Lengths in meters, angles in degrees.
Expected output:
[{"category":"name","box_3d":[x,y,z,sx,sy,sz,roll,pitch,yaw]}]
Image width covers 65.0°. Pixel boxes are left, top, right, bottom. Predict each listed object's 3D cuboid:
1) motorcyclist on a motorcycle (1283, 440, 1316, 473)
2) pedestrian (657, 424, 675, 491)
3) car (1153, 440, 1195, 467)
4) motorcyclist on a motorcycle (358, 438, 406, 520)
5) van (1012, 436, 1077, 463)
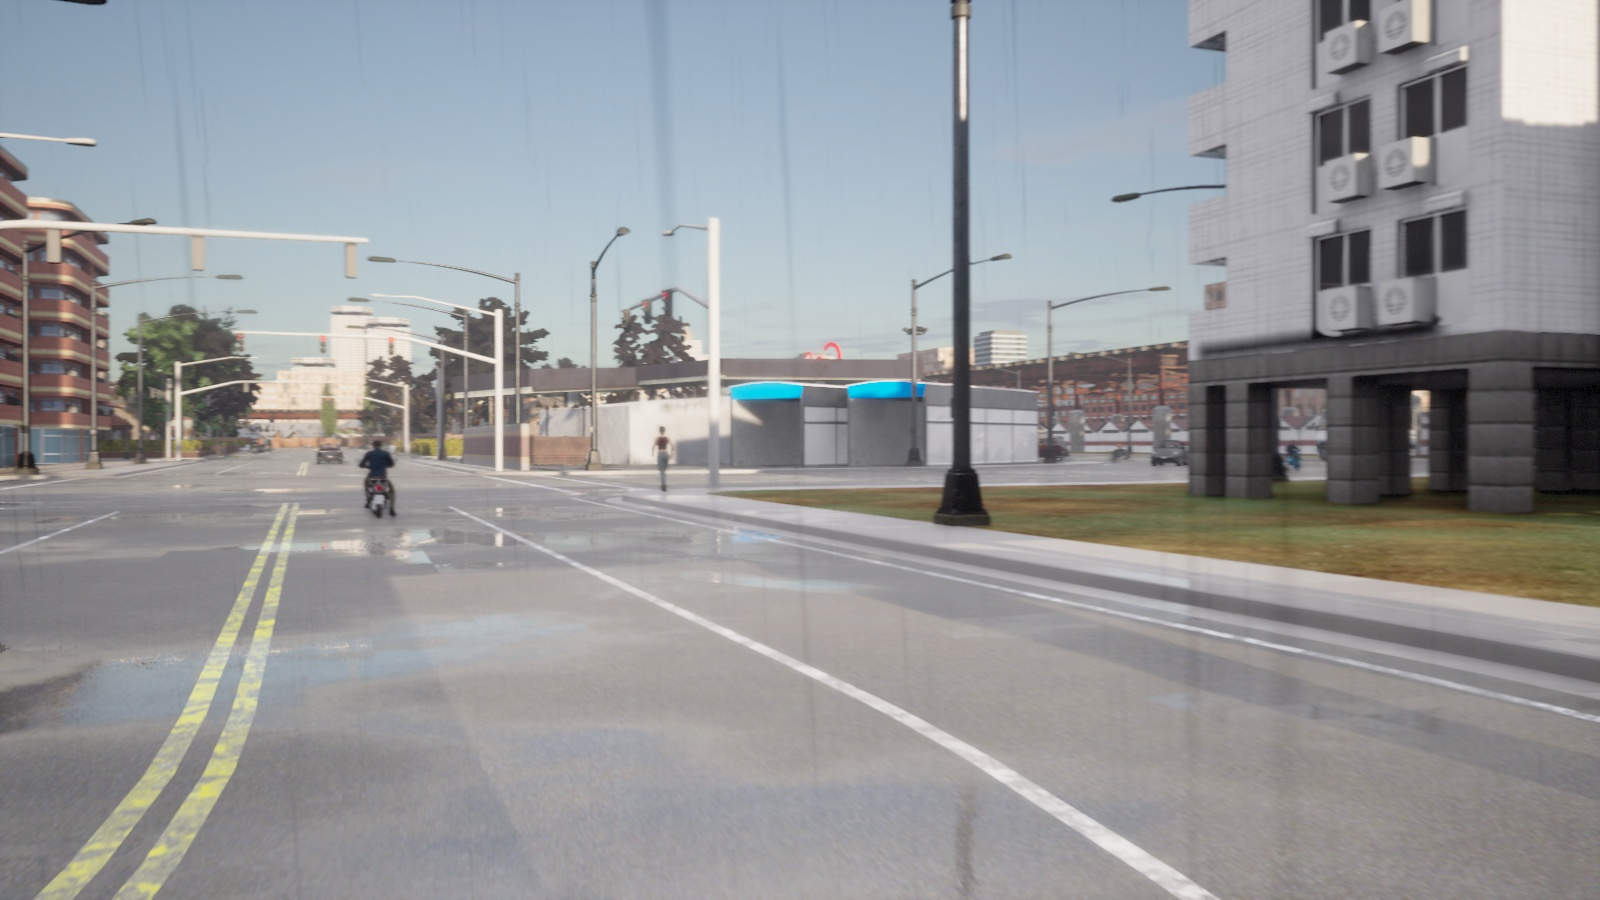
[{"category":"motorcyclist on a motorcycle","box_3d":[24.520,0.326,61.672,0.866,1.590,1.817,0,0,44]},{"category":"pedestrian","box_3d":[-3.711,0.198,34.815,0.345,1.836,0.594,0,0,-23]},{"category":"car","box_3d":[23.057,0.184,77.385,1.851,1.617,3.988,0,0,26]},{"category":"motorcyclist on a motorcycle","box_3d":[-8.545,0.563,25.620,0.866,1.590,1.817,0,0,-21]},{"category":"van","box_3d":[18.482,-0.057,94.960,4.442,1.987,1.775,0,0,33]}]
